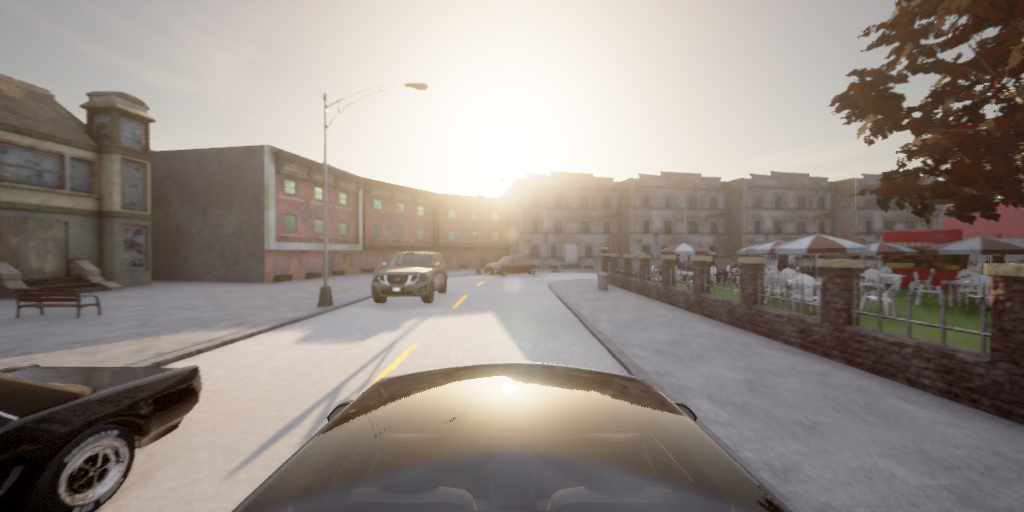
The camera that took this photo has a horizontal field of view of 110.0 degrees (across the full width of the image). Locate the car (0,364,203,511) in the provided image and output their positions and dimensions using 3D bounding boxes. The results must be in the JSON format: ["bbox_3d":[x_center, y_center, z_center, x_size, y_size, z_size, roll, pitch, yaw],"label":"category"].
[{"bbox_3d":[-4.111,1.346,1.414,1.895,1.301,4.718,0,1,0],"label":"car"}]

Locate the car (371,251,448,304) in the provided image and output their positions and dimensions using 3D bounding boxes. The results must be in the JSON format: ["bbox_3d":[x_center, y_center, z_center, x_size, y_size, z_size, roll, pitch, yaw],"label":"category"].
[{"bbox_3d":[-4.194,0.794,15.631,2.150,2.045,5.566,0,1,-1],"label":"car"}]

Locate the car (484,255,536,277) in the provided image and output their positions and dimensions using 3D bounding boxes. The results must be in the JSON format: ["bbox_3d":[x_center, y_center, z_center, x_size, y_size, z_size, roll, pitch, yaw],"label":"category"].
[{"bbox_3d":[-0.180,0.762,30.215,4.553,1.767,2.097,-1,1,-40],"label":"car"}]

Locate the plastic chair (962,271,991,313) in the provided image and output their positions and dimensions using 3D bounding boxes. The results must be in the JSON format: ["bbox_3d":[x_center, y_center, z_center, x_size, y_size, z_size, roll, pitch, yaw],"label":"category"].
[{"bbox_3d":[15.165,1.210,11.540,0.730,1.272,0.750,0,0,-39],"label":"plastic chair"}]

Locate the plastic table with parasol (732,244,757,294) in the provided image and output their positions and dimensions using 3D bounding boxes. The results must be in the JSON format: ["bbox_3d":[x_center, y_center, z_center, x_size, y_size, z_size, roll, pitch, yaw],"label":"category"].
[{"bbox_3d":[11.698,0.558,15.874,2.482,2.480,2.482,0,0,-40],"label":"plastic table with parasol"}]

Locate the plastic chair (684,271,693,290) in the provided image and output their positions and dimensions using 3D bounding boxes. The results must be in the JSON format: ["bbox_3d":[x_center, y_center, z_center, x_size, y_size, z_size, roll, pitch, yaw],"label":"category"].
[{"bbox_3d":[9.369,1.160,18.200,0.750,1.272,0.730,0,0,5],"label":"plastic chair"}]

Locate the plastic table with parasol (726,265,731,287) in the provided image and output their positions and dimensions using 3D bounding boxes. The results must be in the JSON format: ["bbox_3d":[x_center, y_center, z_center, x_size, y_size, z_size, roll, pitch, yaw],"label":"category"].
[{"bbox_3d":[13.652,0.548,19.737,2.482,2.480,2.482,0,0,-40],"label":"plastic table with parasol"}]

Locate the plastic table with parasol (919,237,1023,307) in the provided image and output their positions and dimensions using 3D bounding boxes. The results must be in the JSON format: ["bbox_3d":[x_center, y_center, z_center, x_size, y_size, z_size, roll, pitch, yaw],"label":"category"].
[{"bbox_3d":[16.003,0.581,12.270,2.482,2.480,2.482,0,0,-38],"label":"plastic table with parasol"}]

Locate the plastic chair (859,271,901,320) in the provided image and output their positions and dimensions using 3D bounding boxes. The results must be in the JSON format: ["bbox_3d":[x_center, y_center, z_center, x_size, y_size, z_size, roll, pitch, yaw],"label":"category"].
[{"bbox_3d":[11.013,1.181,10.813,0.750,1.272,0.730,0,0,-31],"label":"plastic chair"}]

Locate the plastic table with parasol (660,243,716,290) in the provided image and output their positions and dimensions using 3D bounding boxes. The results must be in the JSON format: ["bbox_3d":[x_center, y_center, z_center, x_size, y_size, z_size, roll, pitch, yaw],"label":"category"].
[{"bbox_3d":[9.303,0.541,19.528,2.482,2.480,2.482,0,0,0],"label":"plastic table with parasol"}]

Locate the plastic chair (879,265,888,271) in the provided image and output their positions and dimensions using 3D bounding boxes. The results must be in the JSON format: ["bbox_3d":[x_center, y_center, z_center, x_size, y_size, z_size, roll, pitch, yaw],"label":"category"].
[{"bbox_3d":[16.440,1.198,16.344,0.730,1.272,0.750,0,0,-40],"label":"plastic chair"}]

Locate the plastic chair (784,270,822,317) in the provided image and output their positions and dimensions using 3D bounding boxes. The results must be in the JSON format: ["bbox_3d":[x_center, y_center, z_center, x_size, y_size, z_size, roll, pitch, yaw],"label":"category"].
[{"bbox_3d":[9.082,1.176,11.108,0.730,1.272,0.750,0,0,-40],"label":"plastic chair"}]

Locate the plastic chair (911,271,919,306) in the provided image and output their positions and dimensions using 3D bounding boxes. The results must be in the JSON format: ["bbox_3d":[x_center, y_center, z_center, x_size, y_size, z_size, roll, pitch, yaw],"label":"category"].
[{"bbox_3d":[15.467,1.206,13.298,0.750,1.272,0.730,0,0,-38],"label":"plastic chair"}]

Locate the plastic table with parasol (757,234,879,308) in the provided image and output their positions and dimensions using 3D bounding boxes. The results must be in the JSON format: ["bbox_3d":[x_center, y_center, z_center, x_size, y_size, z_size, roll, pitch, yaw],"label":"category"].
[{"bbox_3d":[10.070,0.531,11.829,2.482,2.480,2.482,0,0,-38],"label":"plastic table with parasol"}]

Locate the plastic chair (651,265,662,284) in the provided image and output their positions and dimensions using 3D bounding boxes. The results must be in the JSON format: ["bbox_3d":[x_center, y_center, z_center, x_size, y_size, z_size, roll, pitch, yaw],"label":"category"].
[{"bbox_3d":[8.041,1.142,19.623,0.730,1.272,0.750,0,0,0],"label":"plastic chair"}]

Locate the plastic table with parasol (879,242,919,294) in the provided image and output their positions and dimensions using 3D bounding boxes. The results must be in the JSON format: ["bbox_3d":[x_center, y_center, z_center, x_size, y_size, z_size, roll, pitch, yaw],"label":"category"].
[{"bbox_3d":[17.473,0.587,17.084,2.482,2.480,2.482,0,0,-40],"label":"plastic table with parasol"}]
